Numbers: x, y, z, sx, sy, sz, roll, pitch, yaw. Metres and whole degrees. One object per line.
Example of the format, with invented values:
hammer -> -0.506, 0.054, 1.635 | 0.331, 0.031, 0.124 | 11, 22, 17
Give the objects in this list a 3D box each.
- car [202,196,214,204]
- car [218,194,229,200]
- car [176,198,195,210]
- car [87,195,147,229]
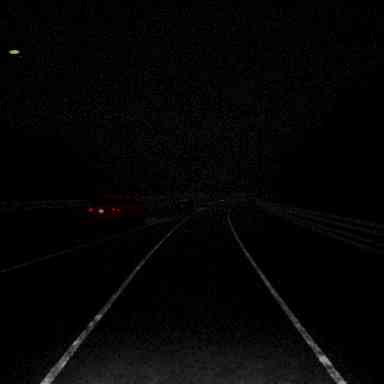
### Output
car -> 3.211, 1.519, 64.515 | 2.033, 1.411, 5.357 | 0, 0, 11
car -> 8.136, 1.504, 91.074 | 2.033, 1.411, 5.357 | 0, 0, 11
car -> -0.840, 1.513, 42.667 | 1.812, 1.442, 4.674 | 0, 0, 11
car -> -4.727, 1.193, 21.693 | 2.150, 2.045, 5.566 | 0, 0, 11
